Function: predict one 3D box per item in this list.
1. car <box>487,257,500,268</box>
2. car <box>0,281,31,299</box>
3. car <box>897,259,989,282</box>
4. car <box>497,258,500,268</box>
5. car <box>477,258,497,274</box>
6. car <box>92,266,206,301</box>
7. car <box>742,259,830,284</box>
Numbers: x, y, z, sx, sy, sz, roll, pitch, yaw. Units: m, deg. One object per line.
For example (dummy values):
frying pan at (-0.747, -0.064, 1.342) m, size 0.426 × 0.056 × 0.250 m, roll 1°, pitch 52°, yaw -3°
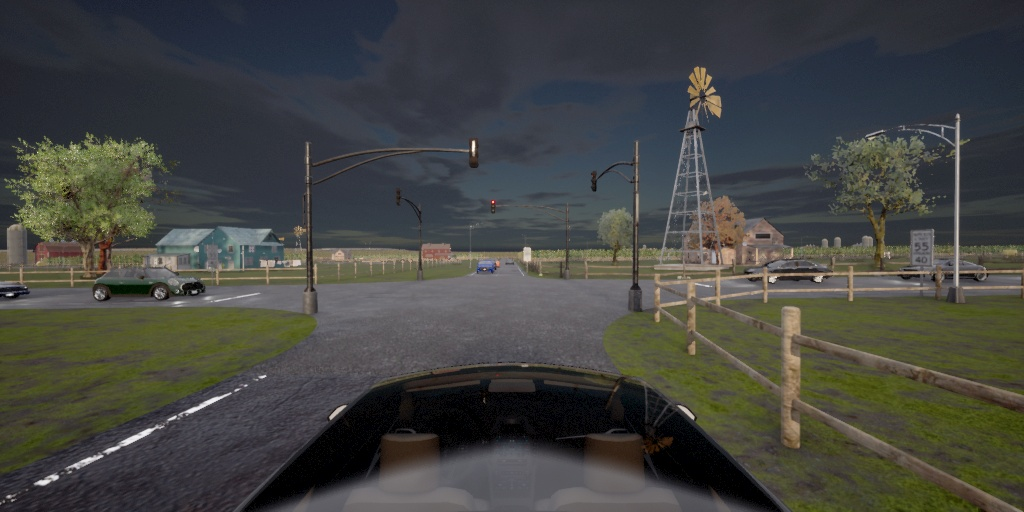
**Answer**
car at (-3.168, 1.094, 61.911) m, size 2.097 × 1.767 × 4.553 m, roll 0°, pitch 0°, yaw 0°
car at (-29.345, 1.705, 19.051) m, size 5.357 × 1.411 × 2.033 m, roll -1°, pitch 1°, yaw 0°
car at (27.535, 0.884, 23.018) m, size 4.181 × 1.385 × 1.994 m, roll -1°, pitch 1°, yaw 0°
car at (-3.121, 1.289, 51.878) m, size 2.033 × 1.411 × 5.357 m, roll 0°, pitch 0°, yaw -1°
car at (-3.049, 1.219, 41.974) m, size 1.882 × 1.535 × 5.008 m, roll 0°, pitch 0°, yaw -1°
car at (-19.177, 1.370, 19.100) m, size 4.553 × 1.767 × 2.097 m, roll -1°, pitch 1°, yaw 0°
car at (17.459, 0.959, 22.973) m, size 4.892 × 1.490 × 1.837 m, roll -1°, pitch 1°, yaw 0°
